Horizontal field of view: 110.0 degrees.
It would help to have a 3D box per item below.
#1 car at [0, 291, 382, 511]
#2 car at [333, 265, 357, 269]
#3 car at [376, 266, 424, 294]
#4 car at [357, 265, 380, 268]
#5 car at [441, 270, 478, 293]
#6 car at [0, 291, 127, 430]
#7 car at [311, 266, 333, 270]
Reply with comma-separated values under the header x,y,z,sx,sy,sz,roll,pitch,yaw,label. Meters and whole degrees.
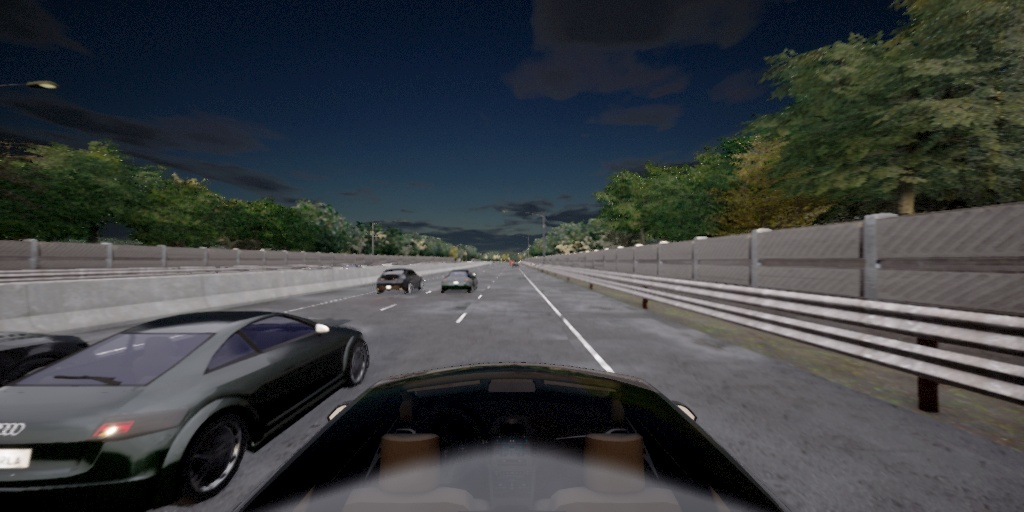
x,y,z,sx,sy,sz,roll,pitch,yaw,label
-3.397,1.350,4.410,1.994,1.385,4.181,0,-1,0,car
-21.076,1.913,47.483,2.033,1.411,5.357,0,-1,0,car
-6.897,1.535,22.476,1.837,1.490,4.892,0,-1,0,car
-17.585,1.944,45.821,1.895,1.301,4.718,0,-1,0,car
-3.398,1.611,23.746,1.994,1.385,4.181,0,-1,0,car
-6.899,1.274,3.110,1.837,1.490,4.892,0,0,0,car
-24.577,1.954,46.540,1.895,1.301,4.718,0,-1,0,car
